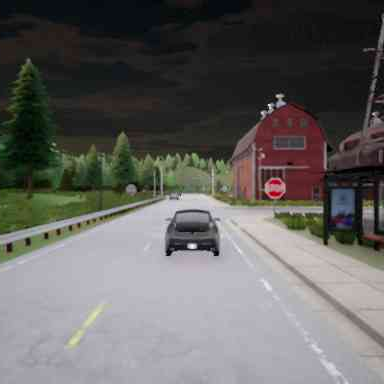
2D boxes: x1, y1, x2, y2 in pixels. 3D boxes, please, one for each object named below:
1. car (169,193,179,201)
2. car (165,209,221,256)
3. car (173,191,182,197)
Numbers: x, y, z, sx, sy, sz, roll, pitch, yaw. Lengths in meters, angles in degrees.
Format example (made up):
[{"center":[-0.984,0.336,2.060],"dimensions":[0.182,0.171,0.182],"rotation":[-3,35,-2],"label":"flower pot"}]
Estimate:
[{"center":[-3.512,1.004,65.804],"dimensions":[1.812,1.442,4.674],"rotation":[0,1,0],"label":"car"},{"center":[0.037,1.404,12.642],"dimensions":[1.837,1.490,4.892],"rotation":[0,0,1],"label":"car"},{"center":[-3.502,0.510,81.467],"dimensions":[2.033,1.411,5.357],"rotation":[0,0,0],"label":"car"}]
